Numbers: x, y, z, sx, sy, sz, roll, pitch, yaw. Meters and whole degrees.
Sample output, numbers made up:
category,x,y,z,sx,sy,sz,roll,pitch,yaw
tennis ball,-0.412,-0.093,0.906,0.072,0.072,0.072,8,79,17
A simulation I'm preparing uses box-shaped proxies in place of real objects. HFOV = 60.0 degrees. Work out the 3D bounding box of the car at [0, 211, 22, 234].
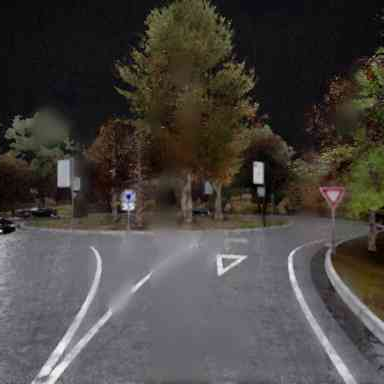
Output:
category,x,y,z,sx,sy,sz,roll,pitch,yaw
car,-13.633,2.030,21.757,5.357,1.411,2.033,-1,-2,38

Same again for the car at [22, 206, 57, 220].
category,x,y,z,sx,sy,sz,roll,pitch,yaw
car,-18.693,2.511,40.298,1.882,1.535,5.008,-1,-2,22

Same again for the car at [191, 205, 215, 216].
category,x,y,z,sx,sy,sz,roll,pitch,yaw
car,1.317,2.777,50.545,5.008,1.535,1.882,1,-2,16
